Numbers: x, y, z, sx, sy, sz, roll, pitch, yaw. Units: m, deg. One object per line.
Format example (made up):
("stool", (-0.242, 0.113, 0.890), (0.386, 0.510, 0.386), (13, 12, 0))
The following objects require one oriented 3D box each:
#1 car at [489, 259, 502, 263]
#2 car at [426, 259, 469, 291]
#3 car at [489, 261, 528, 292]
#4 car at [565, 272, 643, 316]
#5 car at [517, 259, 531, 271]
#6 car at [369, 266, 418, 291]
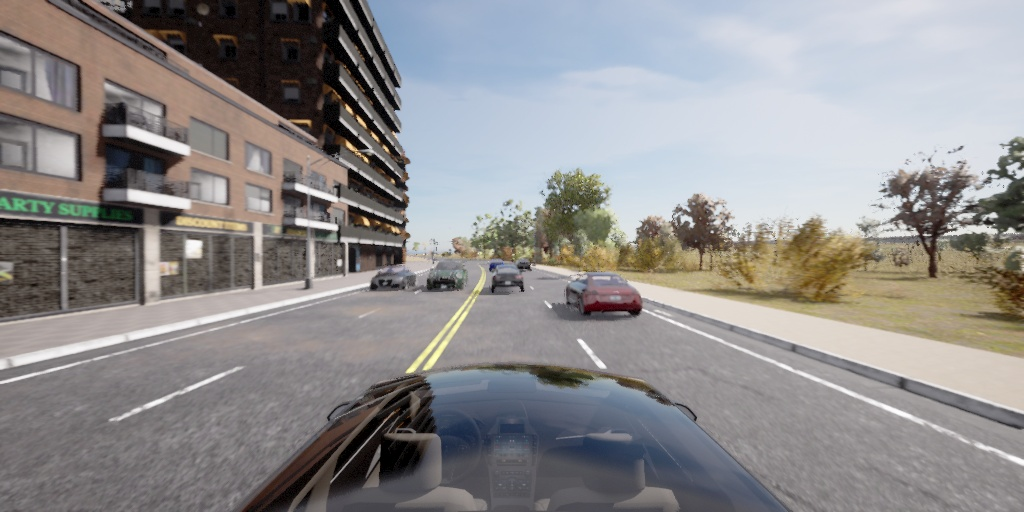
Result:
("car", (-2.054, 1.143, 47.744), (1.882, 1.535, 5.008), (0, 0, -5))
("car", (-3.772, 1.081, 21.647), (2.097, 1.767, 4.553), (0, 0, -2))
("car", (-0.290, 1.244, 21.031), (1.812, 1.442, 4.674), (0, 0, -2))
("car", (3.202, 1.285, 13.254), (1.994, 1.385, 4.181), (0, 0, -1))
("car", (1.312, 1.158, 46.646), (1.837, 1.490, 4.892), (0, 0, -5))
("car", (-7.023, 1.305, 21.643), (1.994, 1.385, 4.181), (0, 0, -2))
